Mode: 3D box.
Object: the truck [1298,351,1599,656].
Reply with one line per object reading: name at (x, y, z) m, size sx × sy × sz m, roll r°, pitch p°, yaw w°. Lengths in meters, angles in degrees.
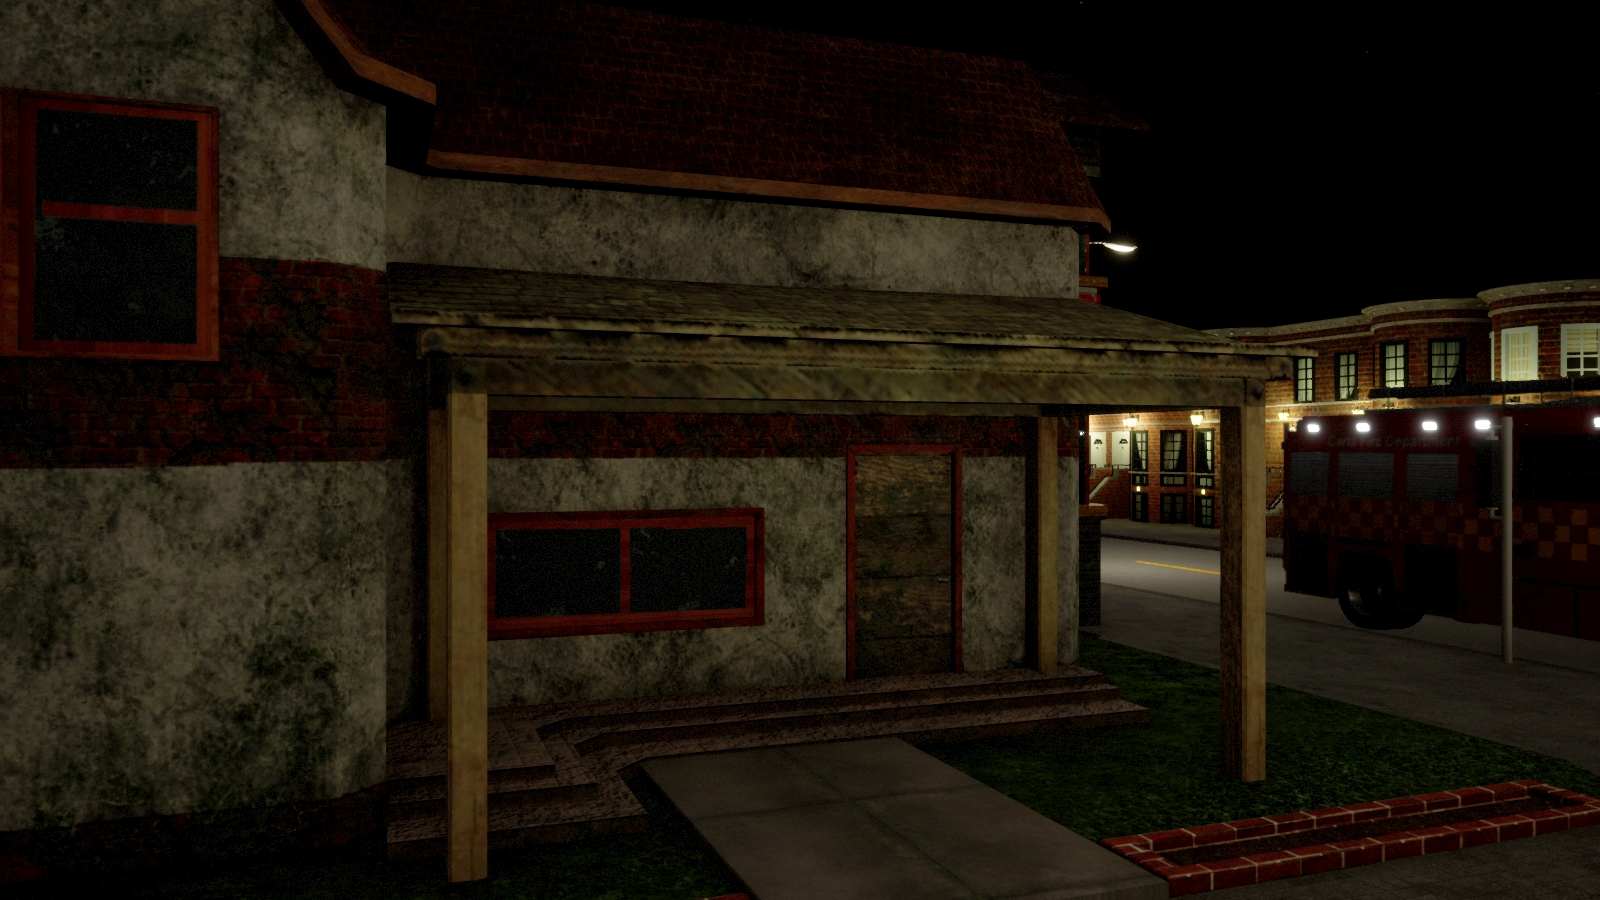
truck at (11.104, 0.669, 15.540) m, size 2.891 × 3.827 × 8.468 m, roll 0°, pitch 0°, yaw -20°
